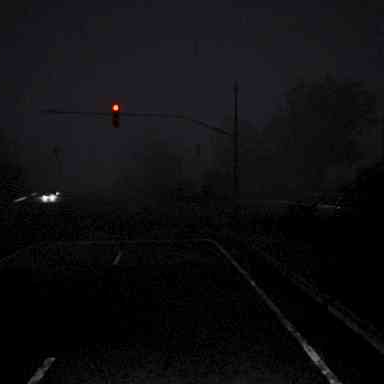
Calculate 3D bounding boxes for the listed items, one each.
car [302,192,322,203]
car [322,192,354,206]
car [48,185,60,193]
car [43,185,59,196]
[{"bbox_3d":[15.745,0.726,40.679,4.674,1.442,1.812,2,2,-17],"label":"car"},{"bbox_3d":[17.611,0.705,37.589,4.553,1.767,2.097,2,1,-17],"label":"car"},{"bbox_3d":[-28.363,-0.698,68.432,2.128,1.511,4.902,-1,2,-21],"label":"car"},{"bbox_3d":[-22.715,-0.214,53.154,2.128,1.511,4.902,-1,2,-20],"label":"car"}]
